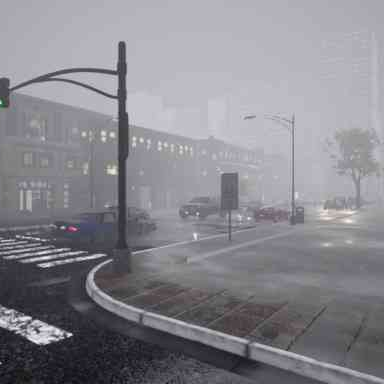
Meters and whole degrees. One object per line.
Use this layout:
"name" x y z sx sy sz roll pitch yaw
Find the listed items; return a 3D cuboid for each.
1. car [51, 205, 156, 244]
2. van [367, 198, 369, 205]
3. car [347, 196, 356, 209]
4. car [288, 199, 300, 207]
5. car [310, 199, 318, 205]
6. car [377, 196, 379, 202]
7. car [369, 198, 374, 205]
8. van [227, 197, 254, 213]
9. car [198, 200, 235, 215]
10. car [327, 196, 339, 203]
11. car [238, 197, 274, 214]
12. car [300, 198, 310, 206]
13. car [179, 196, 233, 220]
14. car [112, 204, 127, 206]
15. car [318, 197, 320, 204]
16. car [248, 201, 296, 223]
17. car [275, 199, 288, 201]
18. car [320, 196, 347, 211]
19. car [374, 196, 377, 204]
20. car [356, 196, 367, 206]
"car" -4.130 1.607 16.432 2.033 1.411 5.357 0 0 35
"van" 31.985 1.699 63.194 1.690 1.788 3.998 0 -1 35
"car" 22.435 1.581 49.643 2.192 1.841 5.009 0 -1 35
"car" 15.585 1.815 54.468 2.008 1.369 4.403 0 -1 35
"car" 21.951 1.876 63.503 2.008 1.369 4.403 0 -1 35
"car" 41.534 2.037 76.743 1.802 1.307 4.206 0 -1 35
"car" 35.168 1.971 67.709 1.802 1.307 4.206 0 -1 35
"van" 6.035 1.518 40.918 1.690 1.788 3.998 0 0 35
"car" 2.755 1.674 36.261 1.752 1.417 4.829 0 0 35
"car" 34.683 1.893 81.571 1.967 1.590 4.097 0 -1 35
"car" 7.072 1.660 37.861 2.128 1.511 4.902 0 0 35
"car" 18.768 1.846 58.985 2.008 1.369 4.403 0 -1 35
"car" 1.157 1.340 29.490 2.150 2.045 5.566 0 0 35
"car" -4.732 1.578 21.173 1.837 1.490 4.892 0 0 34
"car" 28.317 1.828 72.537 1.967 1.590 4.097 0 -1 35
"car" 6.564 1.670 27.027 1.887 1.381 4.507 0 0 35
"car" 12.304 1.759 49.812 1.752 1.417 4.829 0 -1 35
"car" 19.252 1.676 45.125 1.967 1.590 4.097 0 -1 35
"car" 38.449 1.948 72.366 1.752 1.417 4.829 0 -1 35
"car" 28.802 1.642 58.678 2.192 1.841 5.009 0 -1 35
